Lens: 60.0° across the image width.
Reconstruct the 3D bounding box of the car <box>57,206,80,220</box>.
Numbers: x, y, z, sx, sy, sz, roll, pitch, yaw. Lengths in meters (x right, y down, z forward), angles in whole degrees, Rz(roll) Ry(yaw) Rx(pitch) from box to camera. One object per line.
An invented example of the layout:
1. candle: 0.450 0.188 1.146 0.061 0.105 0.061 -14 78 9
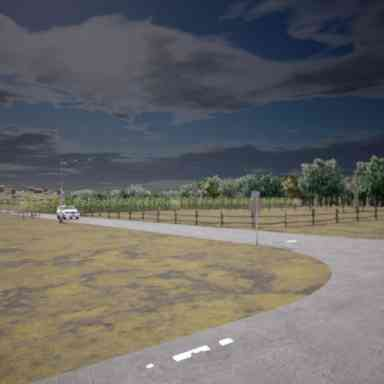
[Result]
1. car: -18.680 3.062 49.959 2.150 2.045 5.566 1 -3 -35
